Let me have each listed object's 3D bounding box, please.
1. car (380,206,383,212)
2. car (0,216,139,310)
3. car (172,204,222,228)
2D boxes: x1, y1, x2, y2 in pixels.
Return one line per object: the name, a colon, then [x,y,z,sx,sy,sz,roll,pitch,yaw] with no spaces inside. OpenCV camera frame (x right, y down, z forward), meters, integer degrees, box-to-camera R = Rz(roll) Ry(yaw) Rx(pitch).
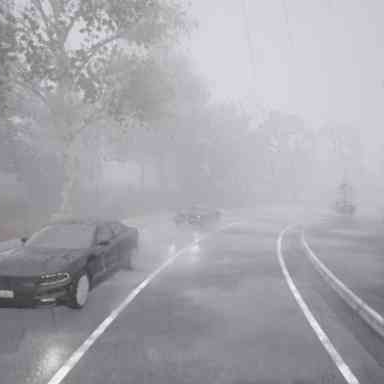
car: [31.961,2.675,53.432,4.181,1.385,1.994,3,3,-38]
car: [-2.729,1.393,7.961,1.882,1.535,5.008,1,1,8]
car: [0.444,1.461,21.268,1.895,1.301,4.718,2,1,20]
